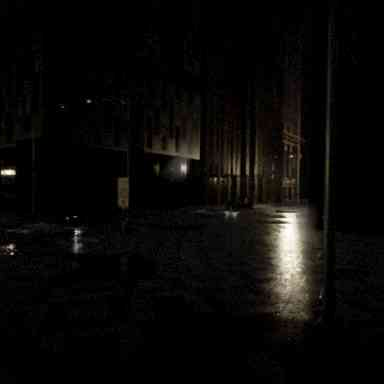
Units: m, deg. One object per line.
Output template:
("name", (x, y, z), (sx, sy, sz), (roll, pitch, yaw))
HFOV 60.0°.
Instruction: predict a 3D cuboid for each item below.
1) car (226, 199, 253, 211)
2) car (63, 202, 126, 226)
("car", (6.049, 1.585, 42.194), (2.128, 1.511, 4.902), (1, 0, 35))
("car", (-6.836, 1.528, 23.951), (1.837, 1.490, 4.892), (1, 0, 35))
